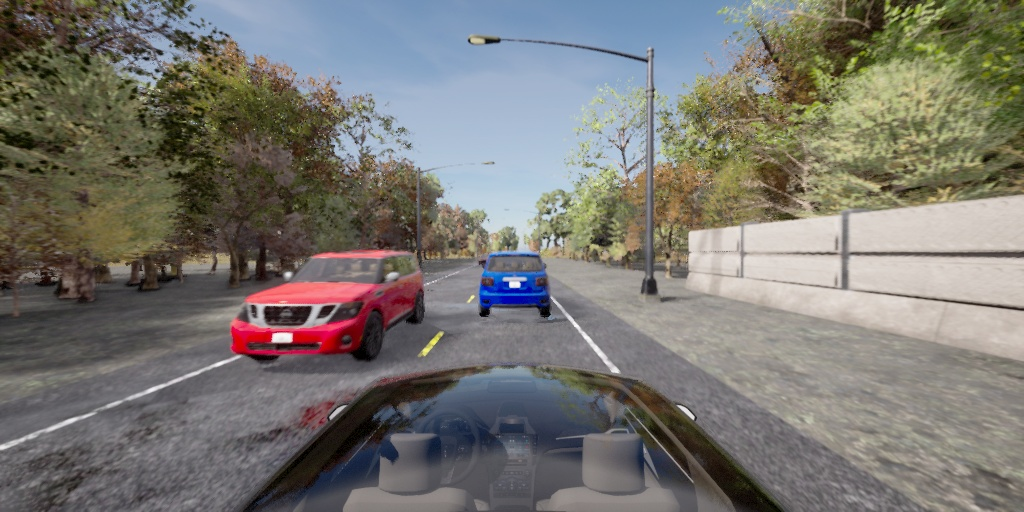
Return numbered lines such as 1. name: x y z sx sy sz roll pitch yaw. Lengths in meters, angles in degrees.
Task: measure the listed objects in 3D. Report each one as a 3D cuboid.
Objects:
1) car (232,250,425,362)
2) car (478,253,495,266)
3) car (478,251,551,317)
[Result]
1. car: -3.602 0.884 8.375 2.150 2.045 5.566 0 1 0
2. car: -3.560 0.449 50.396 2.097 1.767 4.553 0 1 0
3. car: 0.092 0.832 12.665 2.150 2.045 5.566 0 1 0
